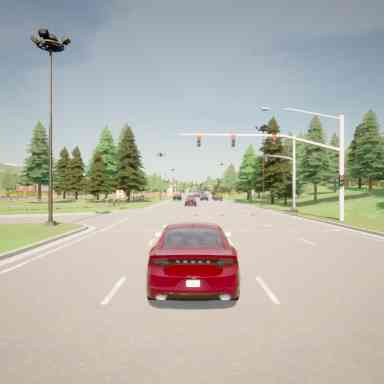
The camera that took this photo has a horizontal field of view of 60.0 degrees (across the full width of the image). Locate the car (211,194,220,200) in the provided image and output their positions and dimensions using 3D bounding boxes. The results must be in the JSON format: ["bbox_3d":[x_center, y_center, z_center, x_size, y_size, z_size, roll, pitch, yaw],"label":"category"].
[{"bbox_3d":[6.636,1.372,94.060,2.033,1.411,5.357,0,0,0],"label":"car"}]

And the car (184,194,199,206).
[{"bbox_3d":[-0.204,1.525,53.000,1.812,1.442,4.674,0,0,0],"label":"car"}]

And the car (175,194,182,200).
[{"bbox_3d":[-3.864,1.310,94.019,1.882,1.535,5.008,0,0,0],"label":"car"}]

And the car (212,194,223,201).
[{"bbox_3d":[6.676,1.516,83.640,2.128,1.511,4.902,0,0,0],"label":"car"}]

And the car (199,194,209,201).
[{"bbox_3d":[3.175,1.516,84.043,1.812,1.442,4.674,0,0,0],"label":"car"}]

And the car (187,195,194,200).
[{"bbox_3d":[-0.364,1.427,94.062,1.895,1.301,4.718,0,0,0],"label":"car"}]

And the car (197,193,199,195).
[{"bbox_3d":[3.136,1.357,94.046,2.128,1.511,4.902,0,0,0],"label":"car"}]

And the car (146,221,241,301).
[{"bbox_3d":[0.031,1.478,8.398,1.882,1.535,5.008,0,0,0],"label":"car"}]

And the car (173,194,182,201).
[{"bbox_3d":[-3.824,1.469,83.599,1.882,1.535,5.008,0,0,0],"label":"car"}]
